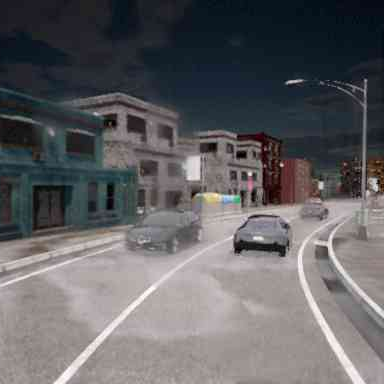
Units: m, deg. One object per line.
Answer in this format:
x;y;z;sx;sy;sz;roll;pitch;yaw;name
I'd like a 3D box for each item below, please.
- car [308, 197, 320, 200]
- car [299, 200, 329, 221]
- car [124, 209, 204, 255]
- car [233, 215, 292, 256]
18.231;1.608;50.019;2.097;1.767;4.553;1;0;30;car
10.994;1.716;29.779;2.033;1.411;5.357;1;0;29;car
-0.929;1.493;13.569;1.837;1.490;4.892;1;0;20;car
3.008;1.614;13.613;1.994;1.385;4.181;1;0;19;car
